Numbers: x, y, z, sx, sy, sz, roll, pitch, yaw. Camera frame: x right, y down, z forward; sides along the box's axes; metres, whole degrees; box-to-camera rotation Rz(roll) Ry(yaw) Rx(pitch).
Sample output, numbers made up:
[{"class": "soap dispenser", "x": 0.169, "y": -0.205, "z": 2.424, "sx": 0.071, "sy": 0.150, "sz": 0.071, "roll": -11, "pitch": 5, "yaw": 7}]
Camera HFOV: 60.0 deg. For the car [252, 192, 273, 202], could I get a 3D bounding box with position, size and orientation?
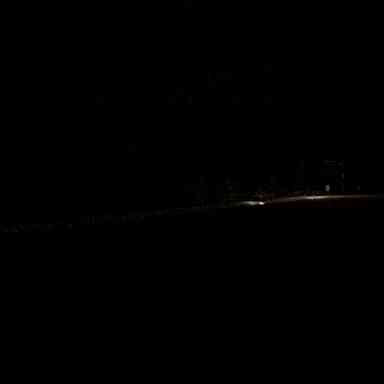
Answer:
[{"class": "car", "x": 11.062, "y": 0.670, "z": 51.952, "sx": 1.882, "sy": 1.535, "sz": 5.008, "roll": -2, "pitch": 0, "yaw": 36}]
